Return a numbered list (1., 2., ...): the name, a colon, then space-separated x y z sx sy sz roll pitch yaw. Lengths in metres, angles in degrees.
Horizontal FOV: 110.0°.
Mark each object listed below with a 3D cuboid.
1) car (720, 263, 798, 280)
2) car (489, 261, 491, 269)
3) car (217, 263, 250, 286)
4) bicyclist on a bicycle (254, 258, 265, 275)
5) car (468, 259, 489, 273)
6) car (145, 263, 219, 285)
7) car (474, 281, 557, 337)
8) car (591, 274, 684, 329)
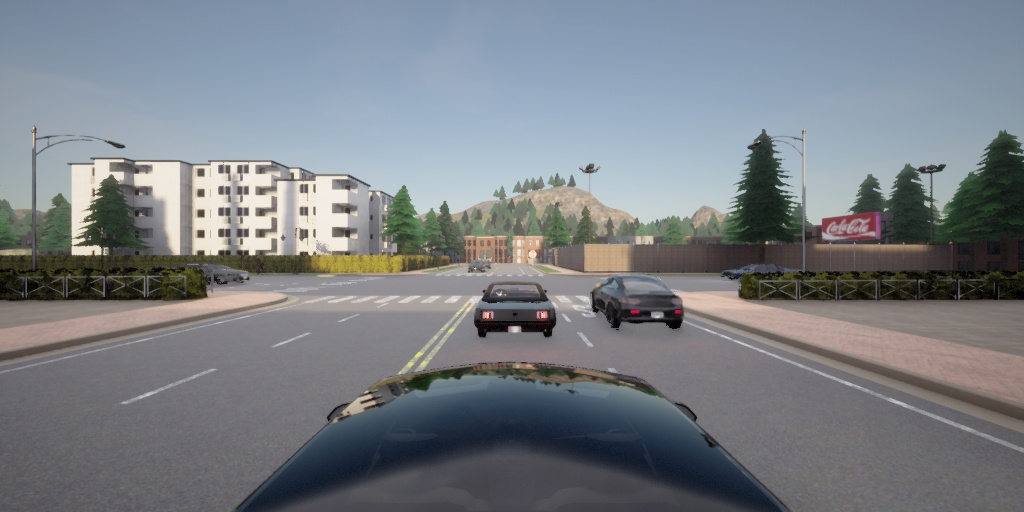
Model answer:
1. car: 19.658 1.297 28.474 5.357 1.411 2.033 0 0 0
2. car: -4.224 1.225 54.534 2.128 1.511 4.902 0 0 0
3. car: -20.997 1.241 24.919 4.902 1.511 2.128 0 0 0
4. bicyclist on a bicycle: -25.273 1.051 35.896 0.582 1.620 1.656 0 0 0
5. car: -4.227 1.238 43.403 1.837 1.490 4.892 0 0 0
6. car: -20.589 1.314 21.420 4.181 1.385 1.994 0 0 0
7. car: 0.079 1.351 10.231 1.895 1.301 4.718 0 0 0
8. car: 3.676 1.276 11.107 1.812 1.442 4.674 0 0 3
